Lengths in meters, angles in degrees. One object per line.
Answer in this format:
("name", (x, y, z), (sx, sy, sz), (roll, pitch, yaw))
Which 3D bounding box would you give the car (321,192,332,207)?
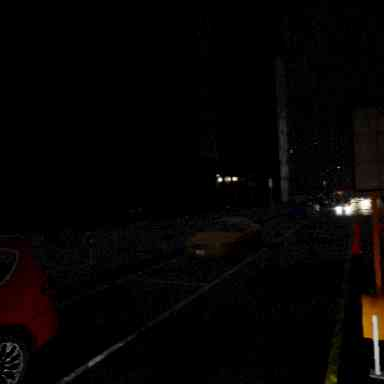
("car", (16.570, 1.185, 43.245), (1.967, 1.590, 4.097), (-3, -1, 27))

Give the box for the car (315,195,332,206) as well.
("car", (19.092, 1.244, 48.289), (1.887, 1.381, 4.507), (-3, -1, 27))

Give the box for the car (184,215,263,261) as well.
("car", (1.375, 1.591, 12.785), (1.752, 1.417, 4.829), (-2, 0, 28))

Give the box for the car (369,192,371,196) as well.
("car", (41.806, 0.396, 74.749), (2.192, 1.841, 5.009), (-3, -1, 27))

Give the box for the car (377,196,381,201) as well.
("car", (29.221, 0.727, 49.518), (1.967, 1.590, 4.097), (-3, -1, 27))

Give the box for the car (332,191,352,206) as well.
("car", (20.566, 1.093, 45.278), (2.128, 1.511, 4.902), (-3, -1, 27))

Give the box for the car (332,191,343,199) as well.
("car", (36.708, 0.728, 83.609), (2.192, 1.841, 5.009), (-3, -1, 27))

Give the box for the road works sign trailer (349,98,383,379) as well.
("road works sign trailer", (3.656, 0.352, 4.776), (2.380, 3.560, 2.880), (-3, -1, 27))

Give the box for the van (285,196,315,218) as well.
("van", (9.014, 1.234, 28.109), (1.690, 1.788, 3.998), (-3, -1, 27))

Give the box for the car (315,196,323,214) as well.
("car", (11.540, 1.407, 33.152), (1.947, 1.339, 4.313), (-3, -1, 27))

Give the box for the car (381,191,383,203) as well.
("car", (24.179, 0.695, 39.428), (2.192, 1.841, 5.009), (-3, -1, 27))

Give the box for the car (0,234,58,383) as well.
("car", (-3.574, 1.498, 2.884), (2.192, 1.841, 5.009), (-3, -1, 27))
